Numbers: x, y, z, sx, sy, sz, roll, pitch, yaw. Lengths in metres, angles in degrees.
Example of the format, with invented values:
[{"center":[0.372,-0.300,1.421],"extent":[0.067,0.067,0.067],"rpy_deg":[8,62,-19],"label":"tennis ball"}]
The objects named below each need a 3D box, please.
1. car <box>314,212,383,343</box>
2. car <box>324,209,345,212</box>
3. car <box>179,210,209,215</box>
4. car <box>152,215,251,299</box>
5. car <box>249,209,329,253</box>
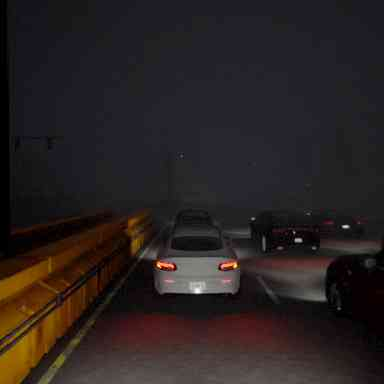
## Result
[{"center":[3.593,1.352,4.528],"extent":[2.097,1.767,4.553],"rpy_deg":[0,0,0],"label":"car"},{"center":[7.085,1.564,17.315],"extent":[1.994,1.385,4.181],"rpy_deg":[0,0,0],"label":"car"},{"center":[0.086,1.601,17.426],"extent":[1.895,1.301,4.718],"rpy_deg":[0,0,0],"label":"car"},{"center":[0.093,1.526,8.304],"extent":[1.812,1.442,4.674],"rpy_deg":[0,0,0],"label":"car"},{"center":[3.589,1.478,13.700],"extent":[1.882,1.535,5.008],"rpy_deg":[0,0,0],"label":"car"}]
